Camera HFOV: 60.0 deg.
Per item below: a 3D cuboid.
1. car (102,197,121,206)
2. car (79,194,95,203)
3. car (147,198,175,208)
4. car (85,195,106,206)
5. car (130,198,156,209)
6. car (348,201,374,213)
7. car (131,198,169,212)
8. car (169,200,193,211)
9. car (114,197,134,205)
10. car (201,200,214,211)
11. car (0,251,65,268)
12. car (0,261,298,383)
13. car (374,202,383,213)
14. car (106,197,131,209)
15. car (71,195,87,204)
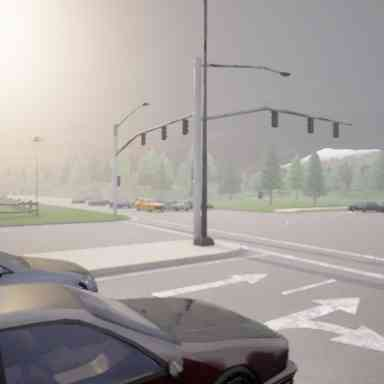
[{"bbox_3d":[-14.608,1.688,60.425,1.812,1.442,4.674,0,0,-34],"label":"car"},{"bbox_3d":[-22.900,1.357,72.445,2.097,1.767,4.553,0,0,-35],"label":"car"},{"bbox_3d":[-5.027,1.733,52.745,2.033,1.411,5.357,0,0,-35],"label":"car"},{"bbox_3d":[-16.149,1.702,56.480,1.994,1.385,4.181,0,0,-35],"label":"car"},{"bbox_3d":[-7.469,1.639,50.129,1.882,1.535,5.008,0,0,-35],"label":"car"},{"bbox_3d":[22.268,1.847,42.590,5.357,1.411,2.033,0,0,-32],"label":"car"},{"bbox_3d":[-5.238,1.614,40.793,1.882,1.535,5.008,0,0,-35],"label":"car"},{"bbox_3d":[-2.123,1.761,42.444,1.895,1.301,4.718,0,0,-35],"label":"car"},{"bbox_3d":[-13.202,1.678,64.579,2.128,1.511,4.902,0,0,-34],"label":"car"},{"bbox_3d":[0.730,1.732,44.477,2.033,1.411,5.357,0,0,-35],"label":"car"},{"bbox_3d":[-3.700,1.564,5.401,4.181,1.385,1.994,0,0,-36],"label":"car"},{"bbox_3d":[-1.495,1.549,2.694,5.357,1.411,2.033,0,0,-36],"label":"car"},{"bbox_3d":[24.841,1.526,40.161,5.566,2.045,2.150,0,0,-35],"label":"car"},{"bbox_3d":[-10.458,1.663,48.295,1.812,1.442,4.674,0,0,-35],"label":"car"},{"bbox_3d":[-22.272,1.703,65.413,1.994,1.385,4.181,0,0,-35],"label":"car"}]
